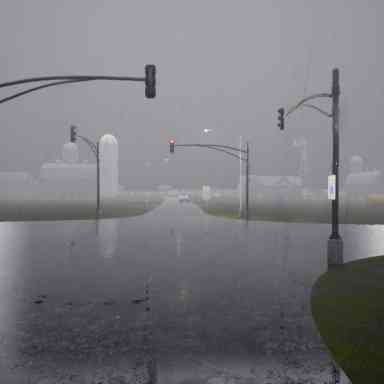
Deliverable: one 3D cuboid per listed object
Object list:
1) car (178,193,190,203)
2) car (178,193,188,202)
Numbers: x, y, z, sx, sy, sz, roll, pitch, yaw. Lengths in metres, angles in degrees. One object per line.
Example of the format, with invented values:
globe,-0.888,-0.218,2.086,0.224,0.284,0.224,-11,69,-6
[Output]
car,-1.526,1.553,69.932,1.812,1.442,4.674,0,0,-3
car,-2.113,1.189,79.966,2.150,2.045,5.566,0,0,-4
